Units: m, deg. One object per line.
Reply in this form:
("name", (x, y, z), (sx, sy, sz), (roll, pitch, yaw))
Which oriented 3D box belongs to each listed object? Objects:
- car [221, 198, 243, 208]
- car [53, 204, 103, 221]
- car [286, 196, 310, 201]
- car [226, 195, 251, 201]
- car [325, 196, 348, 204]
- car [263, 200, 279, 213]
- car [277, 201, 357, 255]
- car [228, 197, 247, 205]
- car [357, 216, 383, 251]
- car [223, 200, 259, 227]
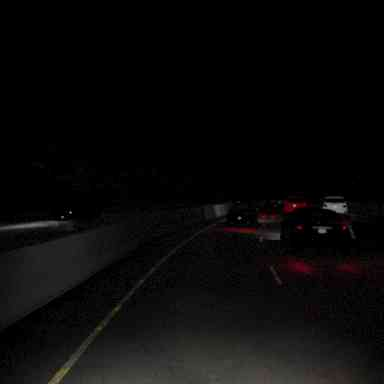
("car", (6.862, 1.839, 56.522), (1.812, 1.442, 4.674), (0, -1, 33))
("car", (-9.756, 1.720, 28.730), (1.895, 1.301, 4.718), (0, 0, 16))
("car", (10.795, 1.431, 33.975), (2.150, 2.045, 5.566), (0, 0, 23))
("car", (7.218, 1.508, 50.483), (2.150, 2.045, 5.566), (0, -1, 31))
("car", (13.803, 1.430, 32.164), (2.150, 2.045, 5.566), (0, 0, 23))
("car", (9.965, 1.732, 40.413), (2.128, 1.511, 4.902), (0, 0, 26))
("car", (5.005, 1.441, 14.028), (2.097, 1.767, 4.553), (0, 0, 9))
("car", (9.068, 1.676, 66.047), (1.837, 1.490, 4.892), (0, 0, 34))
("car", (8.587, 1.703, 14.539), (1.895, 1.301, 4.718), (0, 0, 10))
("car", (3.804, 1.617, 24.530), (1.882, 1.535, 5.008), (0, -1, 15))
